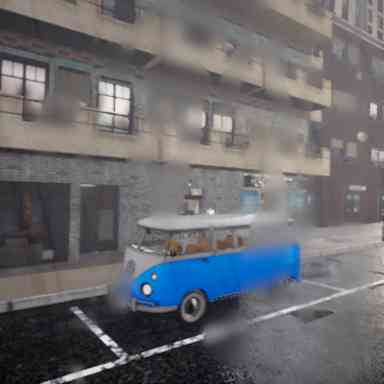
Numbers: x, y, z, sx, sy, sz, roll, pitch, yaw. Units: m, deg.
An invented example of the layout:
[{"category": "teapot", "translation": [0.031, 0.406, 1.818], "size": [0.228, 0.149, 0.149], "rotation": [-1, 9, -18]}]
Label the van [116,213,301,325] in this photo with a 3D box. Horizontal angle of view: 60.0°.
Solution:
[{"category": "van", "translation": [0.524, 1.374, 6.916], "size": [3.998, 1.788, 1.690], "rotation": [1, 1, -35]}]
